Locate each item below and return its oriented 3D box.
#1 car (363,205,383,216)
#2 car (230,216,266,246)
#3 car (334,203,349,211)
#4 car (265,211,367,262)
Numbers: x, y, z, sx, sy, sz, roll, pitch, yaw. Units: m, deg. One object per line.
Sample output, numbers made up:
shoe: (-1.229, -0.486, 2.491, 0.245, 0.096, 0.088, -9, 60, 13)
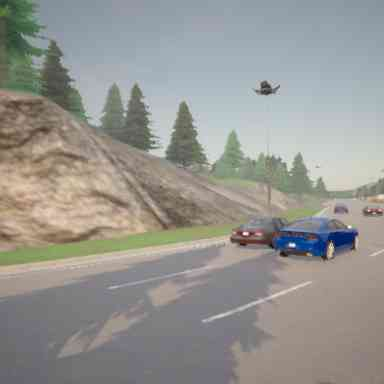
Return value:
car: (22.760, 2.294, 41.978, 1.895, 1.301, 4.718, -2, -2, 23)
car: (3.918, 1.933, 16.813, 2.033, 1.411, 5.357, -2, -2, 37)
car: (22.610, 2.446, 50.354, 1.812, 1.442, 4.674, -2, -2, 24)
car: (5.225, 1.751, 13.567, 1.882, 1.535, 5.008, -2, -2, 43)
